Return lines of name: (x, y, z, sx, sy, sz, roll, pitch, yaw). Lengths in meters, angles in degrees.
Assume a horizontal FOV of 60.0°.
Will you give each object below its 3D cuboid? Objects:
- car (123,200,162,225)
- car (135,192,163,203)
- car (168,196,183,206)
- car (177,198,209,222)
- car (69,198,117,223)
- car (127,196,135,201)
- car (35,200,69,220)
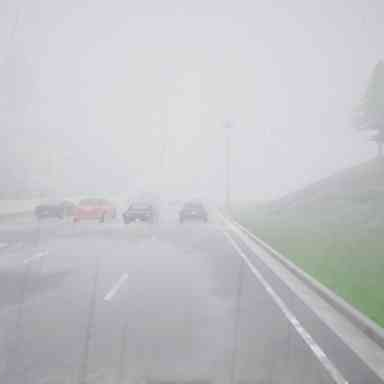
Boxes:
car: (-3.395, 1.465, 23.003, 1.895, 1.301, 4.718, 0, 0, 0)
car: (-5.884, 0.943, 47.737, 2.150, 2.045, 5.566, 0, 1, 11)
car: (-2.158, 1.242, 48.301, 1.812, 1.442, 4.674, 0, 0, 12)
car: (0.108, 1.417, 24.996, 1.994, 1.385, 4.181, 0, 0, 0)
car: (-6.894, 1.210, 24.174, 2.097, 1.767, 4.553, 0, 0, 0)
car: (-8.591, 1.258, 51.991, 1.994, 1.385, 4.181, 0, 0, 15)
car: (-10.394, 1.324, 26.040, 1.882, 1.535, 5.008, 0, 0, 0)
